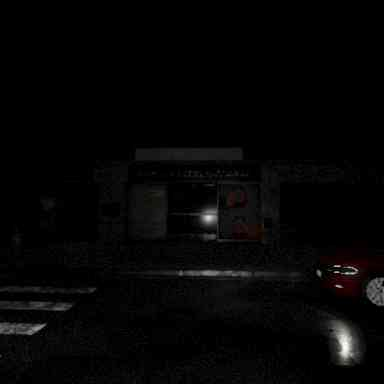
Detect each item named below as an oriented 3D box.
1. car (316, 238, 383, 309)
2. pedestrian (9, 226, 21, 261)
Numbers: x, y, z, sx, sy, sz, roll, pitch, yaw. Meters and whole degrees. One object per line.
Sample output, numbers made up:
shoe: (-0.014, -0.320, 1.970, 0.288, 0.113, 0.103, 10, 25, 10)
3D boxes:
car: (5.318, 1.510, 7.198, 5.008, 1.535, 1.882, 0, -1, 5)
pedestrian: (-5.804, 1.707, 10.999, 0.500, 1.100, 0.500, 0, -1, 5)
